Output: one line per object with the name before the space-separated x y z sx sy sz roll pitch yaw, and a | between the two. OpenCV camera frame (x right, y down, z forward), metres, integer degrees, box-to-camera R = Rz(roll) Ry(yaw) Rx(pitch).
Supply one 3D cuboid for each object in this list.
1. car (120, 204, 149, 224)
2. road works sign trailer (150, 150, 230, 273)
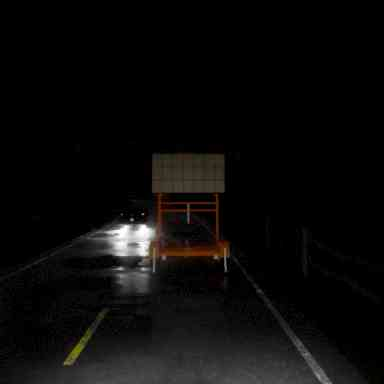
car | -4.296 1.601 25.143 1.895 1.301 4.718 0 0 -4
road works sign trailer | -0.118 0.464 10.685 2.380 3.560 2.880 0 0 -3
